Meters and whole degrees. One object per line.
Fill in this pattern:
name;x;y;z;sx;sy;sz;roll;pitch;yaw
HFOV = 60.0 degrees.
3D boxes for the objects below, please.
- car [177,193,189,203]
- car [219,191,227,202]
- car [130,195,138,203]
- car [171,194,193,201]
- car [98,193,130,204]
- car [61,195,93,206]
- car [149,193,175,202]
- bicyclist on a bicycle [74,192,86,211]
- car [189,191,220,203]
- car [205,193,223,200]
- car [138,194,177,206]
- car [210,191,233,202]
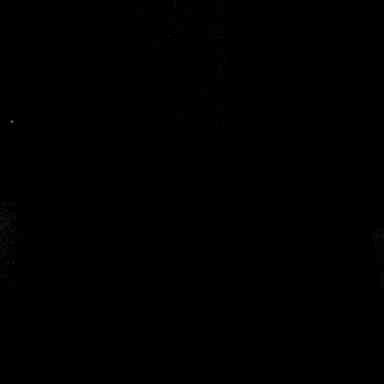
car;-0.729;0.961;52.158;1.837;1.490;4.892;0;0;35
car;5.256;0.768;56.201;2.192;1.841;5.009;0;0;35
car;-8.166;1.024;51.773;1.802;1.307;4.206;0;0;35
car;-1.755;0.983;61.053;1.947;1.339;4.313;0;0;35
car;-11.372;0.897;47.132;1.967;1.590;4.097;1;0;35
car;-14.577;1.056;42.493;1.802;1.307;4.206;1;0;35
car;-5.058;0.955;56.272;1.752;1.417;4.829;0;0;35
bicyclist on a bicycle;-9.812;0.850;29.176;1.656;1.620;0.582;0;0;35
car;2.049;1.009;51.562;1.887;1.381;4.507;0;0;35
car;4.656;0.941;70.333;1.887;1.381;4.507;0;0;35
car;-4.361;1.059;42.283;1.947;1.339;4.313;0;0;35
car;5.450;0.785;61.176;2.097;1.767;4.553;0;0;35
